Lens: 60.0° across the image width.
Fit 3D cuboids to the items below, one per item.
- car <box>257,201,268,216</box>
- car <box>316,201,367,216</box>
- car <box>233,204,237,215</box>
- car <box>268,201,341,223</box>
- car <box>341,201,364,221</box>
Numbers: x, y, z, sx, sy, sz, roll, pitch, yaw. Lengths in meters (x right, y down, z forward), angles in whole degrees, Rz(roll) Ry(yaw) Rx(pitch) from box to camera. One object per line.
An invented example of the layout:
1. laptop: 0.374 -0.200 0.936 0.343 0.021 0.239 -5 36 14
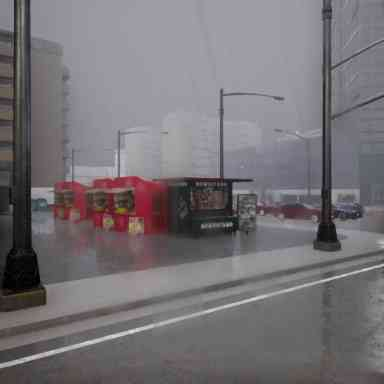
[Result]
1. car: 6.910 1.689 35.657 1.882 1.535 5.008 0 -1 -36
2. car: 15.875 1.677 35.553 1.812 1.442 4.674 0 -1 -36
3. car: 3.506 1.750 34.394 1.812 1.442 4.674 0 -1 -36
4. car: 8.956 1.589 26.835 1.882 1.535 5.008 0 -1 -38
5. car: 12.183 1.672 28.378 1.994 1.385 4.181 0 -1 -35
